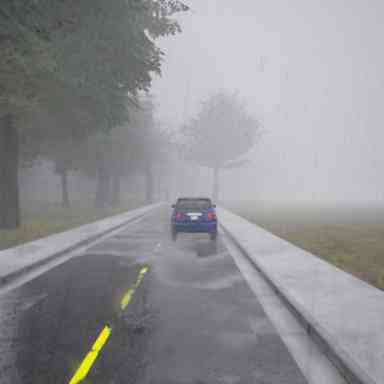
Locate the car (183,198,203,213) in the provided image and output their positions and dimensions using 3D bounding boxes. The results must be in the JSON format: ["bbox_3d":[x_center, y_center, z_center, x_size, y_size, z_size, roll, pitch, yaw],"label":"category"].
[{"bbox_3d":[0.104,1.491,37.922,2.128,1.511,4.902,0,0,0],"label":"car"}]

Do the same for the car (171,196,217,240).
[{"bbox_3d":[0.102,1.222,17.259,2.150,2.045,5.566,0,0,0],"label":"car"}]
